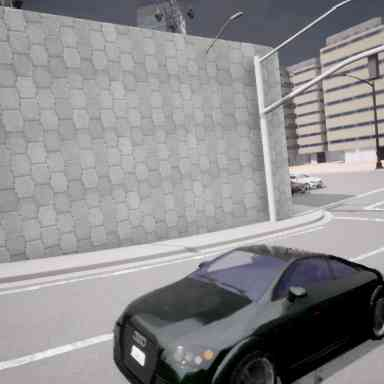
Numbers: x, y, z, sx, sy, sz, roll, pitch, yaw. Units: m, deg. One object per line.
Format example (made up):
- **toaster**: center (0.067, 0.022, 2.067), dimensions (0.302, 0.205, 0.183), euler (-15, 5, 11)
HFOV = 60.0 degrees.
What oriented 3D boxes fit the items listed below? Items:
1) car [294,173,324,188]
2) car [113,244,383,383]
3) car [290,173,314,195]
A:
- **car**: center (9.707, -0.975, 30.509), dimensions (1.812, 1.442, 4.674), euler (-10, 6, -35)
- **car**: center (1.040, 1.509, 4.728), dimensions (4.181, 1.385, 1.994), euler (-2, 1, -35)
- **car**: center (7.355, -0.459, 27.866), dimensions (1.812, 1.442, 4.674), euler (-10, 6, -35)
